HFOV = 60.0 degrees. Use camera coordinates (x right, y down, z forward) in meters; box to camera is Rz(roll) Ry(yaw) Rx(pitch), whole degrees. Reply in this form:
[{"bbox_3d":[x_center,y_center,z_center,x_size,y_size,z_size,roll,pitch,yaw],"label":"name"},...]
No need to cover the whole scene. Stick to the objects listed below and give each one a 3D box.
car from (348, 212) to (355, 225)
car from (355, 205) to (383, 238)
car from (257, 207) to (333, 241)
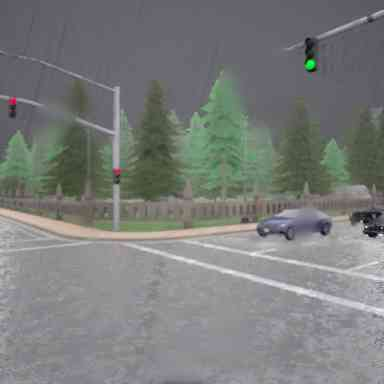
[{"bbox_3d":[12.524,1.567,22.458,4.718,1.301,1.895,0,0,-38],"label":"car"},{"bbox_3d":[10.556,1.520,16.518,5.357,1.411,2.033,0,0,-38],"label":"car"},{"bbox_3d":[5.331,1.509,16.884,4.674,1.442,1.812,0,0,-37],"label":"car"}]
